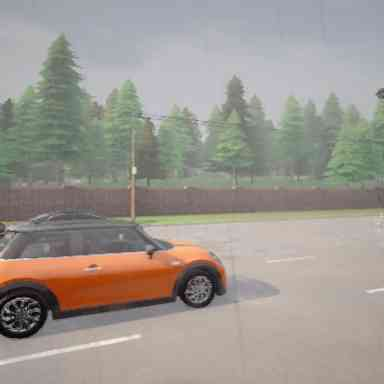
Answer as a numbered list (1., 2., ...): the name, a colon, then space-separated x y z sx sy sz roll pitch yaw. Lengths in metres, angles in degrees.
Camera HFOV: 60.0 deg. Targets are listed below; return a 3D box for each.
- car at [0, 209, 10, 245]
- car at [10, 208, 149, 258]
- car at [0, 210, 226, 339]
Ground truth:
1. car: -10.747 1.525 13.903 5.357 1.411 2.033 0 0 -25
2. car: -4.322 1.482 13.080 4.892 1.490 1.837 0 0 -25
3. car: -1.569 1.340 6.636 4.553 1.767 2.097 0 0 -25
